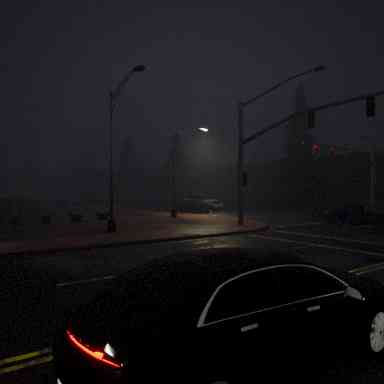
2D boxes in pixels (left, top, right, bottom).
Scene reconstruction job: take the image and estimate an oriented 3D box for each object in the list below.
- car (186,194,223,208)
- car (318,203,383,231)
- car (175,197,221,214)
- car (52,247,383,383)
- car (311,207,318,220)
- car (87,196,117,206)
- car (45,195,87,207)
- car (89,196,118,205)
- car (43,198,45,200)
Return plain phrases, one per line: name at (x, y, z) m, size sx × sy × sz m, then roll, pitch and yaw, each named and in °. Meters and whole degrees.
car at (1.271, 1.220, 40.035) m, size 2.150 × 2.045 × 5.566 m, roll 0°, pitch 0°, yaw -39°
car at (10.781, 1.526, 21.086) m, size 1.812 × 1.442 × 4.674 m, roll 0°, pitch 0°, yaw -35°
car at (0.328, 1.547, 35.613) m, size 2.033 × 1.411 × 5.357 m, roll 0°, pitch 0°, yaw -36°
car at (0.813, 1.505, 4.378) m, size 4.892 × 1.490 × 1.837 m, roll 0°, pitch 0°, yaw -35°
car at (11.755, 1.564, 26.513) m, size 1.994 × 1.385 × 4.181 m, roll 0°, pitch 0°, yaw -43°
car at (-14.684, 1.477, 53.027) m, size 5.008 × 1.535 × 1.882 m, roll 0°, pitch 0°, yaw 25°
car at (-19.496, 1.548, 51.401) m, size 5.357 × 1.411 × 2.033 m, roll 0°, pitch 0°, yaw 21°
car at (-16.283, 1.478, 61.331) m, size 5.008 × 1.535 × 1.882 m, roll 0°, pitch 0°, yaw 21°
car at (-26.243, 1.352, 63.797) m, size 4.553 × 1.767 × 2.097 m, roll 0°, pitch 0°, yaw 9°
